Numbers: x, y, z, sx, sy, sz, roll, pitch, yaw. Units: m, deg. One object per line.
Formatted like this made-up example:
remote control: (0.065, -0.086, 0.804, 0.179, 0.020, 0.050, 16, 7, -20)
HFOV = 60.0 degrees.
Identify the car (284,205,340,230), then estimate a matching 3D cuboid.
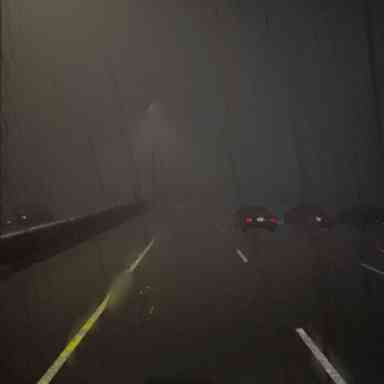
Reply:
car: (7.100, 1.500, 20.636, 1.994, 1.385, 4.181, 0, 0, 0)

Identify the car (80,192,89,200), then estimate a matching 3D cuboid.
car: (-20.999, 0.709, 66.879, 1.882, 1.535, 5.008, 0, 1, 0)

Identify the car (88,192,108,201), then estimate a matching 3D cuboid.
car: (-17.511, 0.918, 63.003, 1.895, 1.301, 4.718, 0, 1, 0)

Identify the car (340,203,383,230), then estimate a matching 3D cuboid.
car: (10.600, 1.441, 20.606, 1.837, 1.490, 4.892, 0, 0, 0)

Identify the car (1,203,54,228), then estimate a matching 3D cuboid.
car: (-10.598, 1.455, 21.618, 1.812, 1.442, 4.674, 0, 0, 0)

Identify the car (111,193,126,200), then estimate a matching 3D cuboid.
car: (-14.014, 0.909, 63.426, 1.895, 1.301, 4.718, 0, 1, 1)

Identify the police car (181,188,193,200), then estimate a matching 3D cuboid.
police car: (-1.224, 0.656, 66.813, 1.930, 1.638, 5.238, 0, 1, 0)

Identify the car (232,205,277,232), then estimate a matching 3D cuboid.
car: (3.601, 1.489, 19.793, 2.033, 1.411, 5.357, 0, 0, 0)

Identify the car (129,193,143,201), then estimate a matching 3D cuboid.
car: (-10.515, 0.865, 63.035, 2.033, 1.411, 5.357, 0, 1, 1)

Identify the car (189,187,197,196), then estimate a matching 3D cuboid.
car: (0.004, -0.137, 84.546, 2.150, 2.045, 5.566, 0, 2, 0)
